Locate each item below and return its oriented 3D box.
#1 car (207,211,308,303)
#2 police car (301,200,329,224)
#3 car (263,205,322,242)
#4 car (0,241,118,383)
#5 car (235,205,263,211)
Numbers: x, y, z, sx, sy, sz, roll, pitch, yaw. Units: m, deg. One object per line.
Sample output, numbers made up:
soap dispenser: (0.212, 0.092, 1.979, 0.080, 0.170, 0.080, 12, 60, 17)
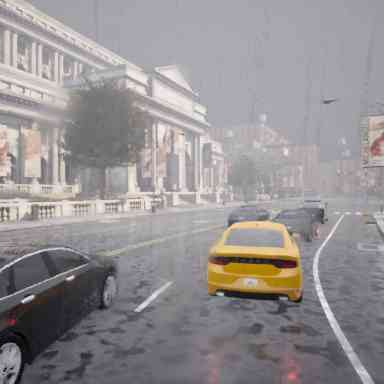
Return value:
car: (1.687, 1.478, 8.412, 1.882, 1.535, 5.008, 0, 0, 15)
police car: (9.132, 1.425, 25.075, 1.930, 1.638, 5.238, 0, 0, 27)
car: (5.137, 1.564, 16.715, 1.994, 1.385, 4.181, 0, 0, 26)
car: (-2.681, 1.507, 5.038, 1.837, 1.490, 4.892, 0, 1, 8)
car: (3.887, 1.564, 22.130, 1.994, 1.385, 4.181, 0, 0, 26)
